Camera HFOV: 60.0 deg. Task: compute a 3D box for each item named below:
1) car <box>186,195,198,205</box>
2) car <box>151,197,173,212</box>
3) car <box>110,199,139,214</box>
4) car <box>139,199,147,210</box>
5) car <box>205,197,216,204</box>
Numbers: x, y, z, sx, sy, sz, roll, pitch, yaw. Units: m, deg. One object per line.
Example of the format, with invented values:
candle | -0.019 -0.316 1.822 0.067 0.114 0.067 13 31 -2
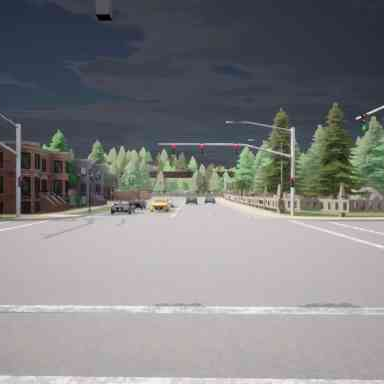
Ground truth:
car | -0.069 1.352 60.161 2.097 1.767 4.553 0 0 0
car | -3.639 1.477 38.767 1.882 1.535 5.008 0 0 0
car | -7.137 1.564 34.791 1.994 1.385 4.181 0 0 0
car | -7.136 1.601 43.543 1.895 1.301 4.718 0 0 0
car | 3.526 1.564 65.142 1.994 1.385 4.181 0 0 0
